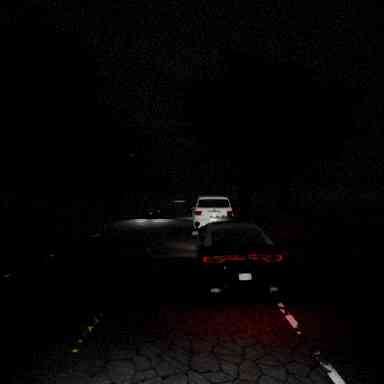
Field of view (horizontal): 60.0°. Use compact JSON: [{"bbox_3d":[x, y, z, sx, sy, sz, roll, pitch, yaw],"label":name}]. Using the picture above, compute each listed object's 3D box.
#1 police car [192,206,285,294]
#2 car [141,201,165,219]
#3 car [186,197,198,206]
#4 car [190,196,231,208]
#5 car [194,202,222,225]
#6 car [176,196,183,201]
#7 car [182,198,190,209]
[{"bbox_3d":[1.044,1.447,9.095,1.930,1.638,5.238,-1,0,0],"label":"police car"},{"bbox_3d":[-3.540,1.609,30.929,1.837,1.490,4.892,-1,0,0],"label":"car"},{"bbox_3d":[0.073,1.639,58.703,1.994,1.385,4.181,-1,0,0],"label":"car"},{"bbox_3d":[1.093,1.212,19.023,2.150,2.045,5.566,0,0,0],"label":"car"},{"bbox_3d":[1.104,1.510,25.006,1.837,1.490,4.892,-1,-1,0],"label":"car"},{"bbox_3d":[-3.430,1.855,93.686,1.895,1.301,4.718,-1,0,-1],"label":"car"},{"bbox_3d":[0.087,1.567,45.180,1.994,1.385,4.181,0,0,1],"label":"car"}]
